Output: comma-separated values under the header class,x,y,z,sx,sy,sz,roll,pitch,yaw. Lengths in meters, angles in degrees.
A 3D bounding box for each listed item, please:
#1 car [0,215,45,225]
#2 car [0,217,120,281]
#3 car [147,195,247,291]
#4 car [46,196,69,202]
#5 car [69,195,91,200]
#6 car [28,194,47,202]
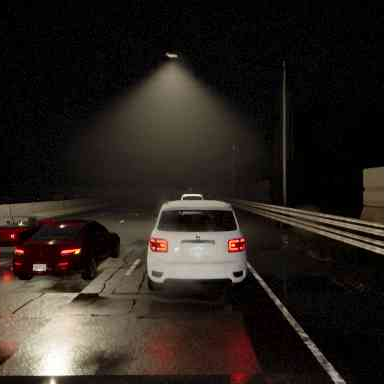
class,x,y,z,sx,sy,sz,roll,pitch,yaw
car,-6.924,1.602,13.974,1.895,1.301,4.718,0,0,0
car,-3.415,1.527,9.770,1.812,1.442,4.674,0,0,0
car,0.093,1.222,9.146,2.150,2.045,5.566,0,0,0
car,-21.313,1.413,54.124,1.882,1.535,5.008,0,0,-1
car,-17.813,1.330,54.193,2.097,1.767,4.553,0,0,-1
car,-24.813,1.068,54.085,1.837,1.490,4.892,0,0,-1
